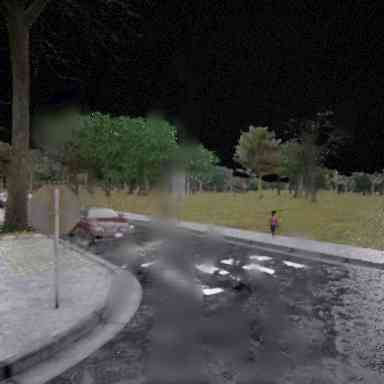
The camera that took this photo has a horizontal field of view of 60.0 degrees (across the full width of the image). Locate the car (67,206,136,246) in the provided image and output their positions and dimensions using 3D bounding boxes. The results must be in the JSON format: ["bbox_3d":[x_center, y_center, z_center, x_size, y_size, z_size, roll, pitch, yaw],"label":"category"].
[{"bbox_3d":[-4.143,1.350,14.595,1.812,1.442,4.674,0,1,-36],"label":"car"}]

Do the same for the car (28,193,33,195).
[{"bbox_3d":[-22.054,0.811,44.374,1.812,1.442,4.674,0,1,-36],"label":"car"}]

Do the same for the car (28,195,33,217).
[{"bbox_3d":[-10.981,1.193,24.053,2.033,1.411,5.357,0,1,-36],"label":"car"}]

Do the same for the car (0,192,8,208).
[{"bbox_3d":[-19.446,0.774,35.783,2.097,1.767,4.553,0,1,-36],"label":"car"}]

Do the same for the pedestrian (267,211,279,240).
[{"bbox_3d":[3.402,1.029,13.925,0.375,1.860,0.375,1,-1,-36],"label":"pedestrian"}]

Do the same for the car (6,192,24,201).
[{"bbox_3d":[-27.933,0.727,52.490,1.895,1.301,4.718,0,1,-36],"label":"car"}]
